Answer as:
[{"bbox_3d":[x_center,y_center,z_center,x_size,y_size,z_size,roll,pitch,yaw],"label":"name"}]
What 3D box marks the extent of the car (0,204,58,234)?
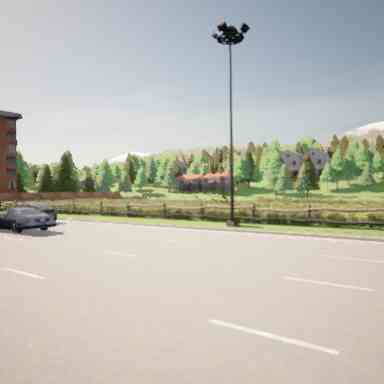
[{"bbox_3d":[-10.358,1.651,19.932,5.357,1.411,2.033,-1,0,35],"label":"car"}]
